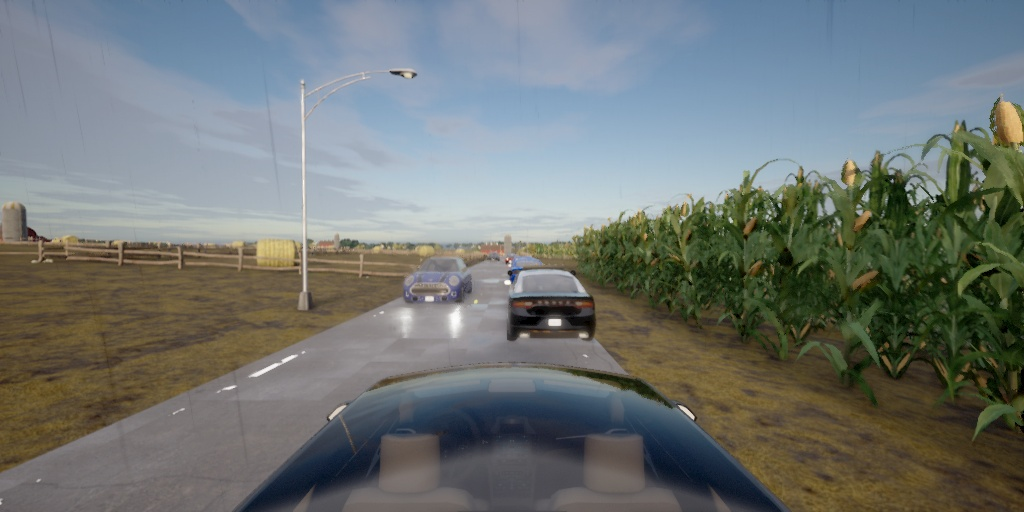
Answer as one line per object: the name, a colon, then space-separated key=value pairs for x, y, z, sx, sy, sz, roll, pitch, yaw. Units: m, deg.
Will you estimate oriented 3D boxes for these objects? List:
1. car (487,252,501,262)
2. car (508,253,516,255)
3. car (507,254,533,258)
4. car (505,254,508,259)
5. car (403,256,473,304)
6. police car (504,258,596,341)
car: x=-2.830 y=0.158 z=56.137 sx=1.837 sy=1.490 sz=4.892 roll=0 pitch=2 yaw=0
car: x=0.817 y=0.746 z=25.374 sx=1.882 sy=1.535 sz=5.008 roll=0 pitch=1 yaw=0
car: x=0.822 y=0.873 z=19.376 sx=1.882 sy=1.535 sz=5.008 roll=0 pitch=1 yaw=0
car: x=0.026 y=0.410 z=47.724 sx=1.895 sy=1.301 sz=4.718 roll=0 pitch=1 yaw=0
car: x=-2.850 y=0.844 z=14.628 sx=2.097 sy=1.767 sz=4.553 roll=0 pitch=1 yaw=0
police car: x=0.823 y=1.021 z=9.486 sx=1.930 sy=1.638 sz=5.238 roll=0 pitch=1 yaw=0
